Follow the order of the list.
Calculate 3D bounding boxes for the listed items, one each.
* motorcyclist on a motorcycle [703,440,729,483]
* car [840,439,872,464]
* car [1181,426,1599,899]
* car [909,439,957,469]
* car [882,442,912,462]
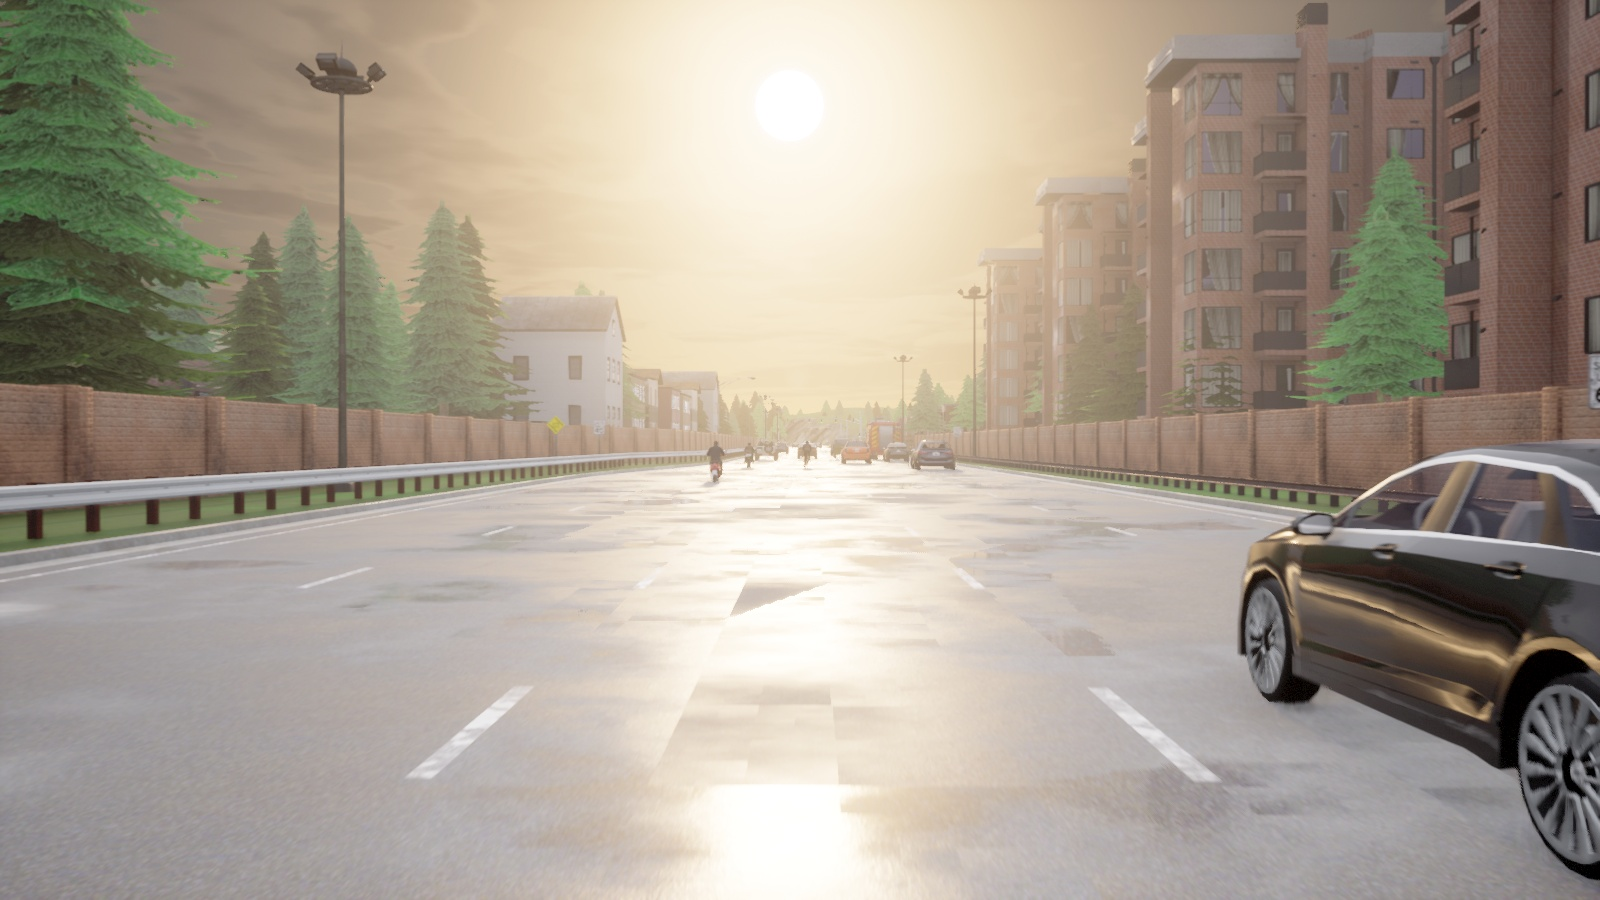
[{"bbox_3d":[-3.209,0.426,48.137,0.866,1.590,1.817,0,0,0],"label":"motorcyclist on a motorcycle"},{"bbox_3d":[4.038,0.093,91.408,2.097,1.767,4.553,0,0,0],"label":"car"},{"bbox_3d":[3.548,0.673,5.778,2.128,1.511,4.902,0,0,0],"label":"car"},{"bbox_3d":[7.419,0.199,70.574,2.242,1.667,4.611,0,0,0],"label":"car"},{"bbox_3d":[7.580,0.143,98.744,2.007,1.525,4.514,0,0,0],"label":"car"}]
